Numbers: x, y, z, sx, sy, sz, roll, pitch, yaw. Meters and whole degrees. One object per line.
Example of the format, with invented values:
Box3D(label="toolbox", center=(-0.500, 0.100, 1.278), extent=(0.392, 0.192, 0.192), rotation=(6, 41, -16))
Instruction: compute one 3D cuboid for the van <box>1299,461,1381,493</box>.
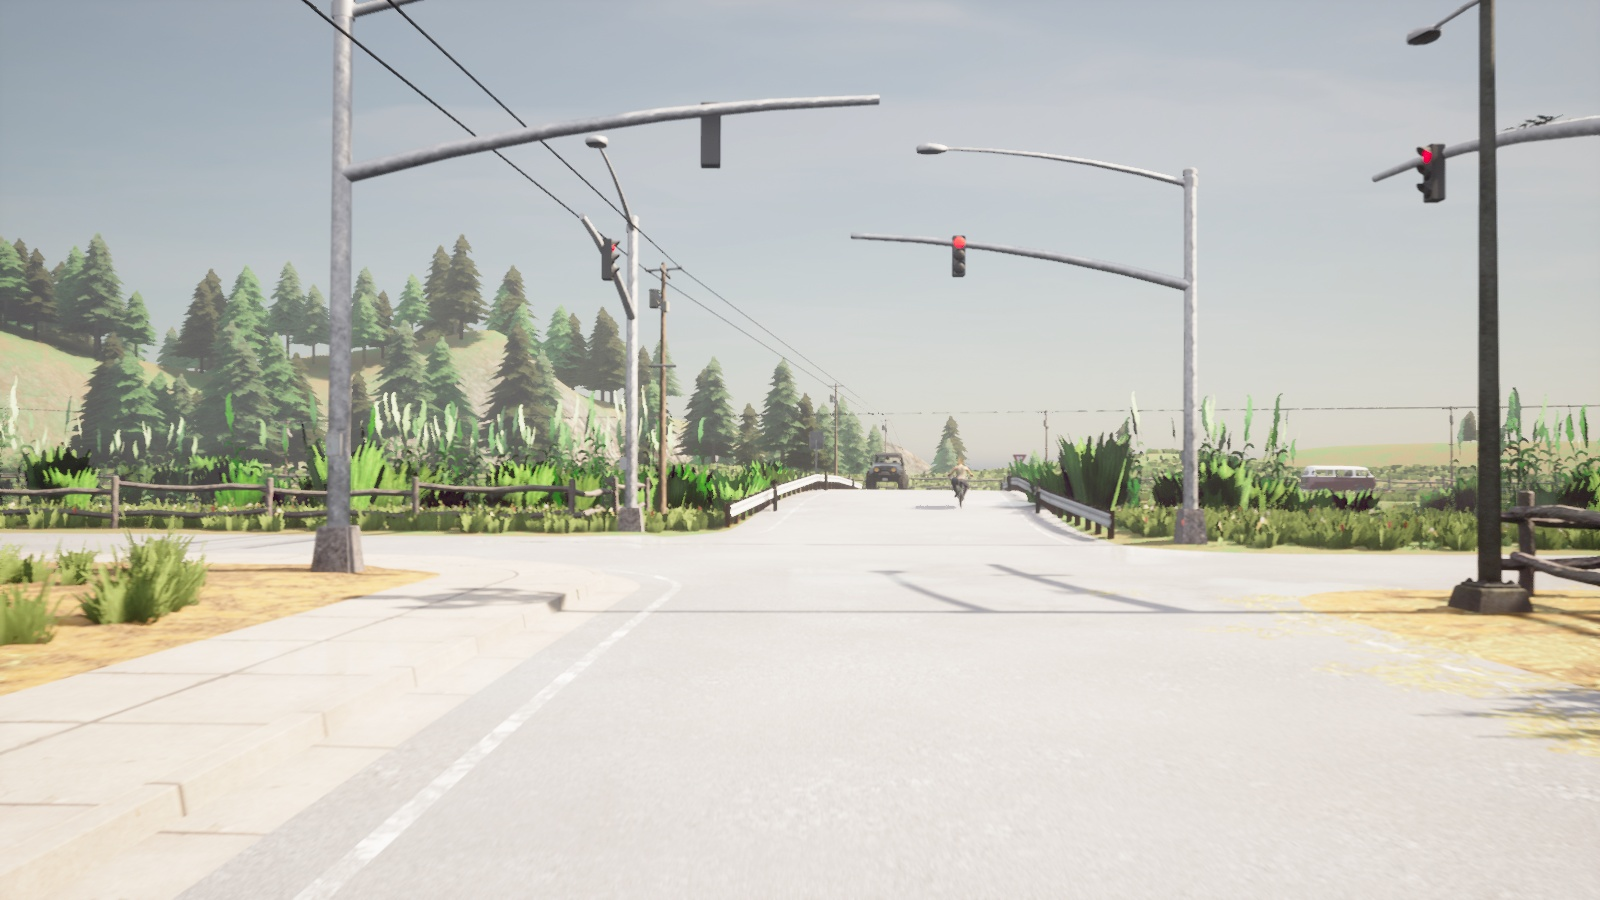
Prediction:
Box3D(label="van", center=(35.447, 1.777, 82.533), extent=(4.480, 2.038, 2.069), rotation=(0, -1, 6))

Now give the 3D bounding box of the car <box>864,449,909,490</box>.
Box3D(label="car", center=(4.304, 0.996, 61.998), extent=(1.905, 1.878, 3.866), rotation=(0, -2, 8))
